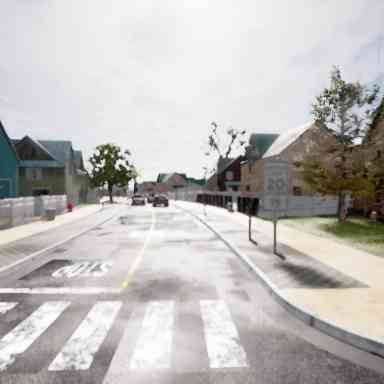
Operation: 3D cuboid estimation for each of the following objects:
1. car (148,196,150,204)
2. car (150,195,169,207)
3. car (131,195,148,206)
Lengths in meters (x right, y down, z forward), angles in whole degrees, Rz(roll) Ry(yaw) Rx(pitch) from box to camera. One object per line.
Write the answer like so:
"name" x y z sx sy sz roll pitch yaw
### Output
"car" -6.121 1.188 53.307 1.895 1.301 4.718 0 0 -13
"car" -4.111 1.123 43.385 1.837 1.490 4.892 0 0 -10
"car" -7.598 1.130 47.010 1.812 1.442 4.674 0 0 -10
